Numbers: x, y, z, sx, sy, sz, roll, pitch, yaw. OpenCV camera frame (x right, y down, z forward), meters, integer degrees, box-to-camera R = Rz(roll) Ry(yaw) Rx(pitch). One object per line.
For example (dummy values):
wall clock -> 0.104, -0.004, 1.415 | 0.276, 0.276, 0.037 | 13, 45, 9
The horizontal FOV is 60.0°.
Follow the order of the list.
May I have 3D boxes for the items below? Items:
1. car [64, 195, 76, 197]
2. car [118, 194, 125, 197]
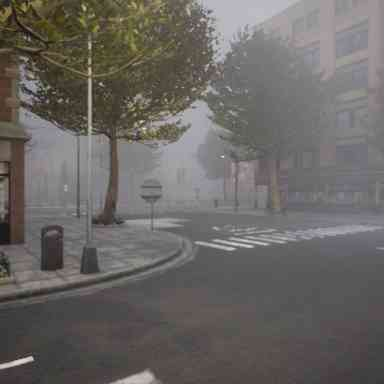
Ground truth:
car -> -26.458, 1.424, 73.853 | 4.786, 1.482, 2.161 | 0, 0, -36
car -> -18.932, 1.336, 84.298 | 4.674, 1.452, 2.002 | 0, 0, -36
